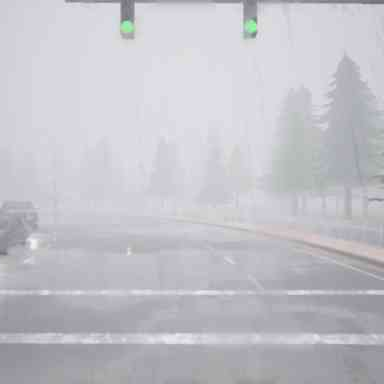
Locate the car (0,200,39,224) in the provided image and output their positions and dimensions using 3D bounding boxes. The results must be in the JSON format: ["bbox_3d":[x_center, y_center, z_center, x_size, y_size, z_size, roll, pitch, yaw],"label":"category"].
[{"bbox_3d":[-12.340,1.609,23.622,2.150,2.045,5.566,0,-1,-32],"label":"car"}]

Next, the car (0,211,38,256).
[{"bbox_3d":[-8.374,1.770,14.232,2.033,1.411,5.357,0,-1,-14],"label":"car"}]
